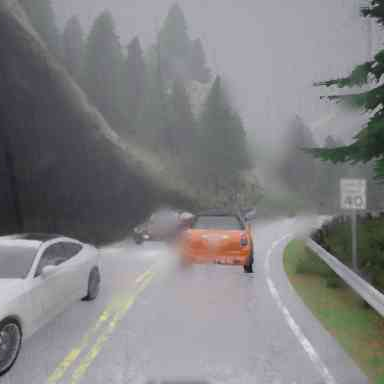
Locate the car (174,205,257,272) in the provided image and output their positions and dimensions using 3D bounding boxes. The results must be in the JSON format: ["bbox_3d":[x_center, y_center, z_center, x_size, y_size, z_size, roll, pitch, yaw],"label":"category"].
[{"bbox_3d":[1.019,1.380,11.219,2.097,1.767,4.553,0,0,10],"label":"car"}]

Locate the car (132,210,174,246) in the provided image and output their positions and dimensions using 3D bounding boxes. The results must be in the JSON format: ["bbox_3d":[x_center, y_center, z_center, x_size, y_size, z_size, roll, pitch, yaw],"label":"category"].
[{"bbox_3d":[-1.003,1.586,15.747,1.812,1.442,4.674,-1,-1,22],"label":"car"}]

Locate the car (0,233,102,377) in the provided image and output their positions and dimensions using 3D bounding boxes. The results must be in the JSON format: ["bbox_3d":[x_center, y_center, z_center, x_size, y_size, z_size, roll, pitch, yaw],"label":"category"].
[{"bbox_3d":[-3.000,1.494,5.658,1.812,1.442,4.674,1,0,5],"label":"car"}]

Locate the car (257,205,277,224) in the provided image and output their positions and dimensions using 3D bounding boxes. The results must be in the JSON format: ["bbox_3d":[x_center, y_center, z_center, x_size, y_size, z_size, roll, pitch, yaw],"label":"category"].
[{"bbox_3d":[4.619,1.688,24.957,1.994,1.385,4.181,-3,-2,43],"label":"car"}]
